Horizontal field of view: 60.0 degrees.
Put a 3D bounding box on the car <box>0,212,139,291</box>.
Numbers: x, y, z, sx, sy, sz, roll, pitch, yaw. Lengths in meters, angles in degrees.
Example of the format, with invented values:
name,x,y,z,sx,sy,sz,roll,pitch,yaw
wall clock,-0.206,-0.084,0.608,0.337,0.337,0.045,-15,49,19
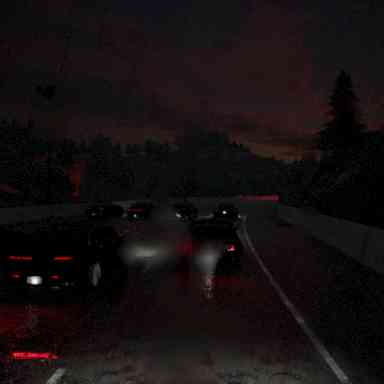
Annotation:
name,x,y,z,sx,sy,sz,roll,pitch,yaw
car,-3.013,1.542,9.147,1.837,1.490,4.892,0,0,4

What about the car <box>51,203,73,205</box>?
name,x,y,z,sx,sy,sz,roll,pitch,yaw
car,-20.253,1.772,53.795,1.994,1.385,4.181,0,0,16

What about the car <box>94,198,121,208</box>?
name,x,y,z,sx,sy,sz,roll,pitch,yaw
car,-13.296,1.691,52.643,1.882,1.535,5.008,0,-1,16

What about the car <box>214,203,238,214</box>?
name,x,y,z,sx,sy,sz,roll,pitch,yaw
car,3.102,1.702,29.909,1.994,1.385,4.181,0,0,10

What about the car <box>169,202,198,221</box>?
name,x,y,z,sx,sy,sz,roll,pitch,yaw
car,-0.655,1.634,28.797,1.837,1.490,4.892,0,0,10

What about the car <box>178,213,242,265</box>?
name,x,y,z,sx,sy,sz,roll,pitch,yaw
car,0.710,1.655,11.932,1.895,1.301,4.718,0,0,5

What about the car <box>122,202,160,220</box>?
name,x,y,z,sx,sy,sz,roll,pitch,yaw
car,-4.151,1.630,29.089,1.837,1.490,4.892,0,0,10

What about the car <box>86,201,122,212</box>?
name,x,y,z,sx,sy,sz,roll,pitch,yaw
car,-7.620,1.613,29.552,2.128,1.511,4.902,0,0,10
